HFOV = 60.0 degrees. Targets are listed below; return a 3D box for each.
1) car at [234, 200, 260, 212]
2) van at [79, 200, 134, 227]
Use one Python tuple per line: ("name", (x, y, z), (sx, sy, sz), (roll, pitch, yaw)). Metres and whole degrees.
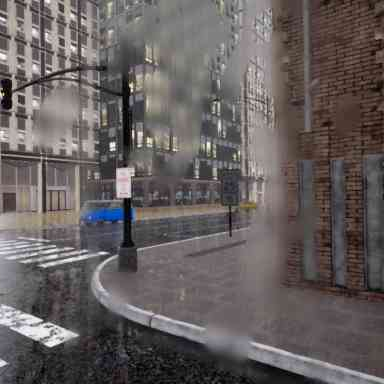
("car", (6.885, 1.689, 41.355), (1.752, 1.417, 4.829), (-2, -1, 36))
("van", (-5.953, 1.460, 23.448), (1.690, 1.788, 3.998), (-2, -1, 36))
